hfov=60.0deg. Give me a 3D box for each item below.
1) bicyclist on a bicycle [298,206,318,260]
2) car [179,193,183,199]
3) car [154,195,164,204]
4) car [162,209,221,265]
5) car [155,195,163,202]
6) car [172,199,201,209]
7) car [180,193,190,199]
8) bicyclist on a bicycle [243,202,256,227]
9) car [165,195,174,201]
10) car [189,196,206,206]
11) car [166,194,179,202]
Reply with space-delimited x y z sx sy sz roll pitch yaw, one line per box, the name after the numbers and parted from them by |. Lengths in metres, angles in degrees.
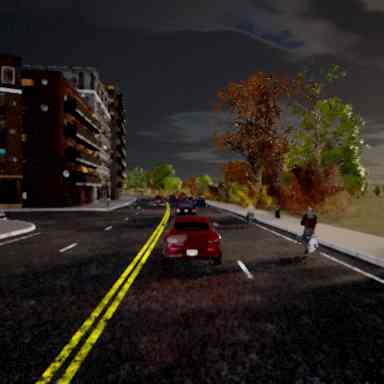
4.010 1.382 11.596 0.659 1.776 1.843 0 0 -1 | bicyclist on a bicycle
-2.703 1.280 89.628 2.150 2.045 5.566 0 0 -8 | car
-6.326 1.581 63.729 1.812 1.442 4.674 0 0 -5 | car
-0.039 1.538 11.670 1.812 1.442 4.674 0 0 -1 | car
-8.021 1.556 79.789 1.837 1.490 4.892 0 0 -6 | car
-0.592 1.578 29.492 2.033 1.411 5.357 0 0 -3 | car
-0.814 1.577 73.904 2.128 1.511 4.902 0 0 -6 | car
3.784 1.457 21.616 0.866 1.612 1.509 0 0 -2 | bicyclist on a bicycle
-6.042 1.486 90.116 2.128 1.511 4.902 0 0 -8 | car
1.097 1.609 54.444 1.994 1.385 4.181 0 0 -5 | car
-4.792 1.555 80.150 1.837 1.490 4.892 0 0 -7 | car
